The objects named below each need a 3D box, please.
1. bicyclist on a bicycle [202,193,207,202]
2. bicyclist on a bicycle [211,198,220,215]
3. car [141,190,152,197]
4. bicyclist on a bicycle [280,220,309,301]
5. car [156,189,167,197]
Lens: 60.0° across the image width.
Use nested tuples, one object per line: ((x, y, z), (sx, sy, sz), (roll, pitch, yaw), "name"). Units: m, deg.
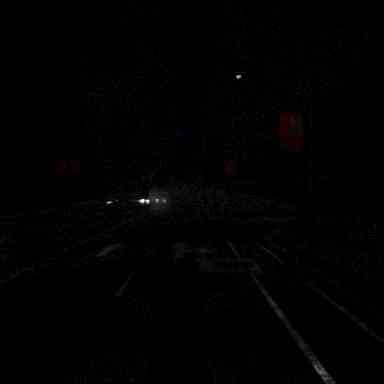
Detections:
((2.248, 0.914, 60.027), (0.866, 1.612, 1.509), (0, 1, 0), "bicyclist on a bicycle")
((2.254, 1.385, 31.651), (0.866, 1.612, 1.509), (0, 1, 0), "bicyclist on a bicycle")
((-9.728, 0.370, 71.772), (2.128, 1.511, 4.902), (0, 1, 0), "car")
((2.263, 1.451, 7.380), (0.582, 1.620, 1.656), (0, 0, 0), "bicyclist on a bicycle")
((-6.478, 0.199, 71.797), (2.097, 1.767, 4.553), (0, 1, 0), "car")
